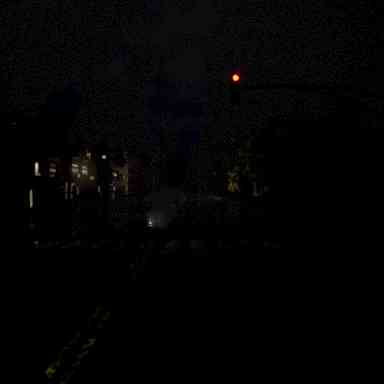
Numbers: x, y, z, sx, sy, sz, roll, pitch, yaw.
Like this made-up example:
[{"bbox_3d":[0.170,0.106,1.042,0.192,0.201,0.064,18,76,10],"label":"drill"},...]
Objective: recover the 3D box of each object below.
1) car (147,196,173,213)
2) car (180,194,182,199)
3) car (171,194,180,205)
[{"bbox_3d":[-3.337,1.453,33.566,1.994,1.385,4.181,0,1,0],"label":"car"},{"bbox_3d":[-3.613,1.120,85.780,2.033,1.411,5.357,0,0,0],"label":"car"},{"bbox_3d":[-3.448,1.355,54.529,1.895,1.301,4.718,0,0,0],"label":"car"}]
